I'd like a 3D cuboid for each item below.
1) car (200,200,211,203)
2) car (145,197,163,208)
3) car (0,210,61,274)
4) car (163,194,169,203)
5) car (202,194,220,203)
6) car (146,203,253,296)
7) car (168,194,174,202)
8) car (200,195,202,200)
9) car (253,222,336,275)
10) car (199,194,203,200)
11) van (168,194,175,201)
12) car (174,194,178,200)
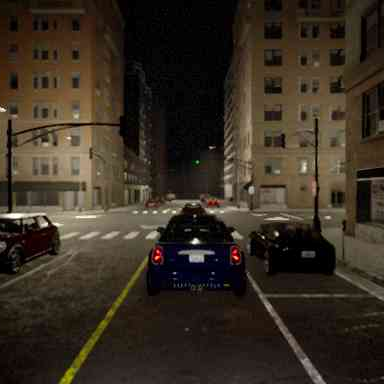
[{"bbox_3d":[0.105,1.568,24.857,1.994,1.385,4.181,0,0,0],"label":"car"},{"bbox_3d":[-5.622,1.570,47.329,1.802,1.307,4.206,0,0,0],"label":"car"},{"bbox_3d":[-5.667,1.431,10.226,1.967,1.590,4.097,0,0,0],"label":"car"},{"bbox_3d":[-5.599,1.548,58.146,2.008,1.369,4.403,0,0,0],"label":"car"},{"bbox_3d":[2.903,1.428,47.314,1.967,1.590,4.097,0,0,0],"label":"car"},{"bbox_3d":[0.096,1.344,8.765,2.097,1.767,4.553,0,0,0],"label":"car"},{"bbox_3d":[-5.566,1.552,74.202,1.752,1.417,4.829,0,0,0],"label":"car"},{"bbox_3d":[2.926,1.548,58.132,2.008,1.369,4.403,0,0,0],"label":"car"},{"bbox_3d":[2.859,1.556,10.224,1.947,1.339,4.313,0,0,0],"label":"car"},{"bbox_3d":[2.948,1.455,68.950,1.967,1.590,4.097,0,0,0],"label":"car"},{"bbox_3d":[-5.533,1.416,90.598,1.690,1.788,3.998,0,0,0],"label":"van"},{"bbox_3d":[-5.544,1.372,85.189,2.192,1.841,5.009,0,0,0],"label":"car"}]
